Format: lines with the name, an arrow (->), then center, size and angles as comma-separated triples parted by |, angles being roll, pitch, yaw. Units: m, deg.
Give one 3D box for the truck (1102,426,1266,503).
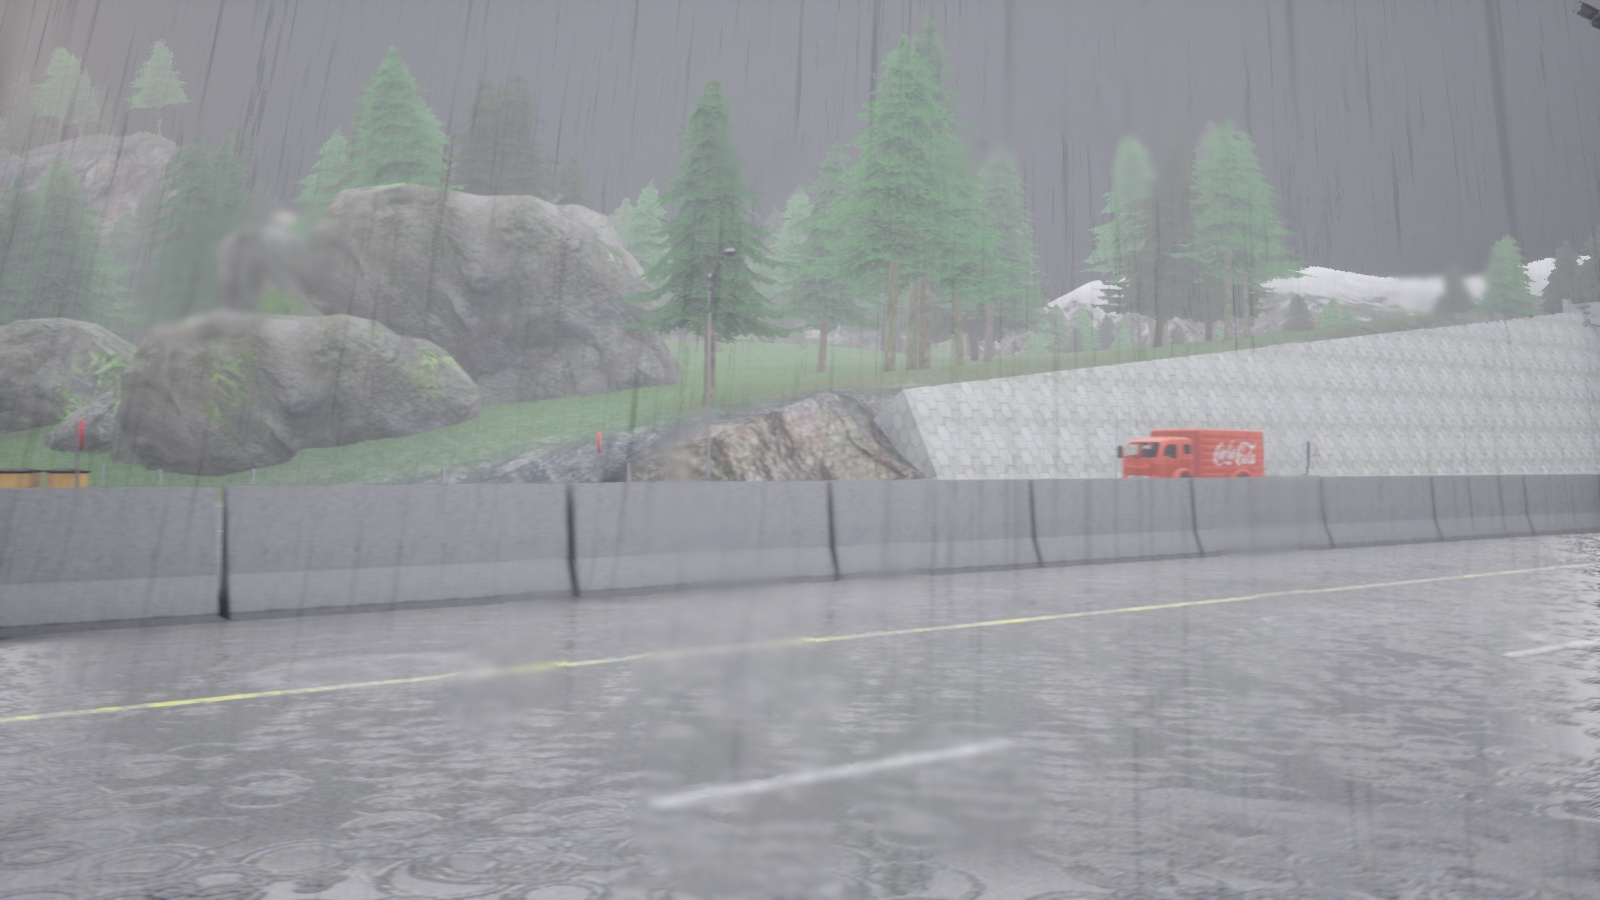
truck -> 13.082, 0.461, 42.674 | 5.204, 2.467, 2.627 | 0, 0, -34
